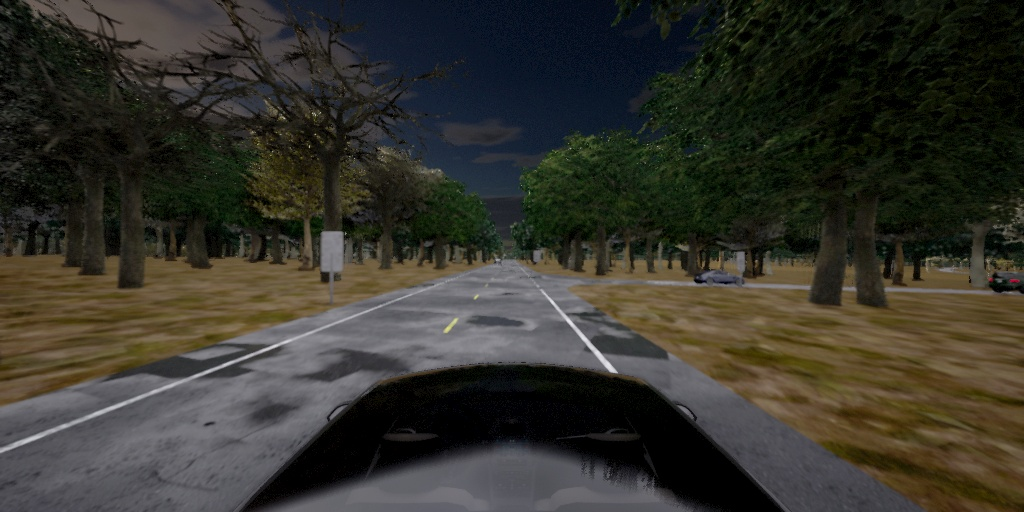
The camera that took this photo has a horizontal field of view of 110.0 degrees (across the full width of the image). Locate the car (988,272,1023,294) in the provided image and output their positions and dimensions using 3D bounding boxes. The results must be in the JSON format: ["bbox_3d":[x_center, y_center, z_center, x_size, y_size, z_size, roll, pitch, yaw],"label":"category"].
[{"bbox_3d":[48.829,2.595,34.002,5.566,2.045,2.150,2,-1,-2],"label":"car"}]

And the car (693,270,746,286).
[{"bbox_3d":[18.897,1.979,32.766,4.181,1.385,1.994,2,-1,-2],"label":"car"}]
